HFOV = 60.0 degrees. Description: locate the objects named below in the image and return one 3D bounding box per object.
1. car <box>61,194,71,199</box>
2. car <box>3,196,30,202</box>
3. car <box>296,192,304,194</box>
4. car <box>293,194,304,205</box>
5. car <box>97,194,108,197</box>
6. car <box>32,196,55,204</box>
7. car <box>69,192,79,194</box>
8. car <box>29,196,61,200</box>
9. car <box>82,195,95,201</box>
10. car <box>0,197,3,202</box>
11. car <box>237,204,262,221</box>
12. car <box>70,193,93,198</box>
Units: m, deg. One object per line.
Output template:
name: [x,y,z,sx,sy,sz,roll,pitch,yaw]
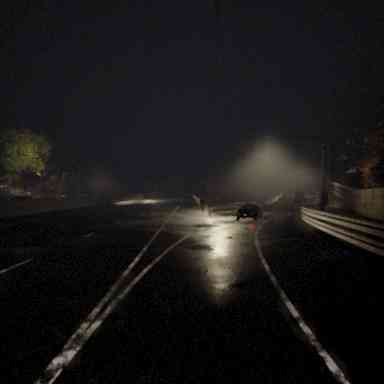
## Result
car: [-24.940,1.566,64.301,1.895,1.301,4.718,0,0,0]
car: [-24.887,1.312,48.414,2.097,1.767,4.553,0,0,0]
car: [25.785,0.975,79.726,2.150,2.045,5.566,0,4,18]
car: [22.359,1.845,70.248,1.837,1.490,4.892,0,3,20]
car: [-21.547,1.186,80.549,2.097,1.767,4.553,0,0,0]
car: [-28.438,1.505,64.052,2.033,1.411,5.357,0,0,0]
car: [-28.544,1.061,80.059,2.150,2.045,5.566,0,0,0]
car: [-21.388,1.491,48.661,1.812,1.442,4.674,0,0,0]
car: [-25.047,1.380,80.462,1.994,1.385,4.181,0,0,0]
car: [-28.381,1.480,48.213,1.812,1.442,4.674,0,0,0]
car: [5.369,1.876,30.898,1.812,1.442,4.674,0,-1,20]
car: [-21.443,1.501,64.682,1.812,1.442,4.674,0,0,0]
